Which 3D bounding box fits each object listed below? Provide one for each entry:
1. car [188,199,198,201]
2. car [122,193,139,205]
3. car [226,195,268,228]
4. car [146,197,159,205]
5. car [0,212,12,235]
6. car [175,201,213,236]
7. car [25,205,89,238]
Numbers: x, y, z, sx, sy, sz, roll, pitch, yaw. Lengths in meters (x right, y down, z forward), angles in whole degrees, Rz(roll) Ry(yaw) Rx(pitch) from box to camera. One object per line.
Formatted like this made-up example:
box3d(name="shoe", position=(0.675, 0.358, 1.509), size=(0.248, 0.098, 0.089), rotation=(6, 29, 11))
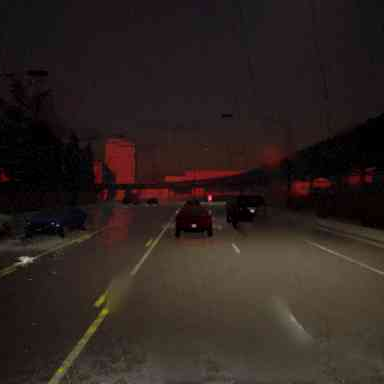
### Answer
box3d(name="car", position=(0.102, 1.566, 39.632), size=(1.994, 1.385, 4.181), rotation=(0, 0, 0))
box3d(name="car", position=(-10.541, 1.223, 57.739), size=(2.150, 2.045, 5.566), rotation=(0, 0, 0))
box3d(name="car", position=(3.601, 1.223, 22.515), size=(2.150, 2.045, 5.566), rotation=(0, 0, 0))
box3d(name="car", position=(-7.092, 1.548, 60.205), size=(2.033, 1.411, 5.357), rotation=(0, 0, 0))
box3d(name="car", position=(-10.610, 1.526, 16.162), size=(1.812, 1.442, 4.674), rotation=(0, 0, 0))
box3d(name="car", position=(0.100, 1.479, 18.567), size=(1.882, 1.535, 5.008), rotation=(0, 0, 0))
box3d(name="car", position=(-7.099, 1.478, 17.930), size=(1.882, 1.535, 5.008), rotation=(0, 0, 0))
